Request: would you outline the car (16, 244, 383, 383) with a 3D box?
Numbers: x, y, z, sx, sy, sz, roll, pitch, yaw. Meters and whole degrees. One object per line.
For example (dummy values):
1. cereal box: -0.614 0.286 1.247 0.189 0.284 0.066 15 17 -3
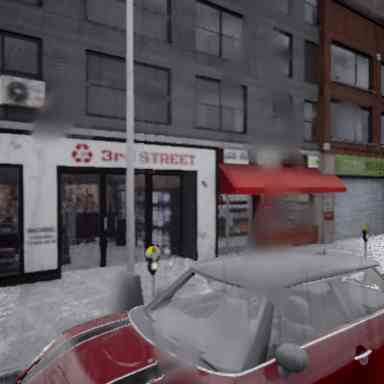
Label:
1. car: 0.485 1.410 3.199 4.097 1.590 1.967 0 0 -34
